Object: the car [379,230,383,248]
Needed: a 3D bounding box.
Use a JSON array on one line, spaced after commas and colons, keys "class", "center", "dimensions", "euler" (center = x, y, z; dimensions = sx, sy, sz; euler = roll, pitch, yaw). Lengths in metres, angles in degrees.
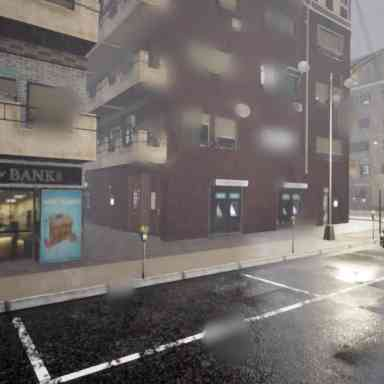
[{"class": "car", "center": [9.116, 1.553, 13.164], "dimensions": [4.403, 1.369, 2.008], "euler": [0, 1, -35]}]
